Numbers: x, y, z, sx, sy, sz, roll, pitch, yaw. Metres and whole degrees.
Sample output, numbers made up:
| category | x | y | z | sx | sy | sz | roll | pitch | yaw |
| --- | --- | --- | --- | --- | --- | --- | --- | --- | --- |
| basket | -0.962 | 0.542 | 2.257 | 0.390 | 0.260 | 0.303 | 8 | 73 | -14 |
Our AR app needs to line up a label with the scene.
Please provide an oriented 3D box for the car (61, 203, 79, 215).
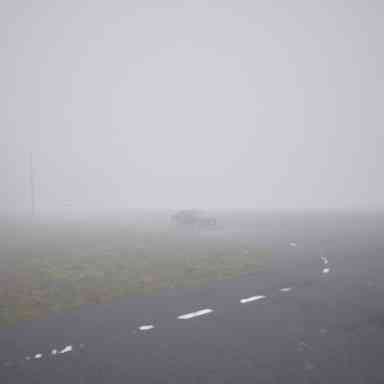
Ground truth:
| category | x | y | z | sx | sy | sz | roll | pitch | yaw |
| --- | --- | --- | --- | --- | --- | --- | --- | --- | --- |
| car | -21.486 | 2.954 | 58.404 | 2.150 | 2.045 | 5.566 | -3 | 0 | -31 |

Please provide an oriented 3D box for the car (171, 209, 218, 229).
| category | x | y | z | sx | sy | sz | roll | pitch | yaw |
| --- | --- | --- | --- | --- | --- | --- | --- | --- | --- |
| car | 0.103 | 2.127 | 27.414 | 1.882 | 1.535 | 5.008 | -3 | 0 | -35 |
